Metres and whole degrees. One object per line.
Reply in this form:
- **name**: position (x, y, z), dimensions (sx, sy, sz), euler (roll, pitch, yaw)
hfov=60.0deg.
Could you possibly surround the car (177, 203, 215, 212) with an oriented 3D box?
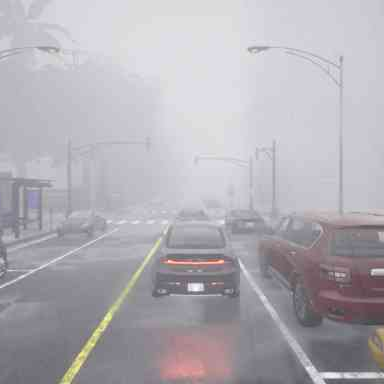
- **car**: position (0.017, 1.557, 18.561), dimensions (1.994, 1.385, 4.181), euler (0, 0, 0)

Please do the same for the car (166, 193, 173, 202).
- **car**: position (-5.704, 1.386, 71.368), dimensions (1.967, 1.590, 4.097), euler (0, 0, 0)

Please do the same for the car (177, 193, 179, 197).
- **car**: position (-5.686, 1.225, 93.049), dimensions (2.192, 1.841, 5.009), euler (0, 0, 0)

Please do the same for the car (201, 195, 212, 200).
- **car**: position (2.803, 1.536, 49.660), dimensions (1.947, 1.339, 4.313), euler (0, 0, 0)

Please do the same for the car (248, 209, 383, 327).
- **car**: position (2.765, 1.313, 6.952), dimensions (2.192, 1.841, 5.009), euler (0, 0, 0)

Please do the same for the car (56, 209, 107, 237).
- **car**: position (-5.750, 1.575, 17.828), dimensions (1.802, 1.307, 4.206), euler (0, 0, 0)

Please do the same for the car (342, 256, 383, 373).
- **car**: position (2.761, 1.525, 1.697), dimensions (1.752, 1.417, 4.829), euler (0, 0, 0)

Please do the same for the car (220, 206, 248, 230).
- **car**: position (2.775, 1.559, 17.803), dimensions (1.947, 1.339, 4.313), euler (0, 0, 0)

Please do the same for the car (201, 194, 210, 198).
- **car**: position (2.807, 1.490, 55.250), dimensions (1.752, 1.417, 4.829), euler (0, 0, 0)

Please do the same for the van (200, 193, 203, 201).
- **van**: position (2.811, 1.300, 60.500), dimensions (1.690, 1.788, 3.998), euler (0, 0, 0)

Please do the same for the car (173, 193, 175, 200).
- **car**: position (-5.700, 1.252, 76.788), dimensions (2.192, 1.841, 5.009), euler (0, 0, 0)

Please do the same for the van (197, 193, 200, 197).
- **van**: position (2.830, 1.270, 82.182), dimensions (1.690, 1.788, 3.998), euler (0, 0, 0)

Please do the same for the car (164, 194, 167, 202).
- **car**: position (-5.719, 1.405, 55.107), dimensions (1.967, 1.590, 4.097), euler (0, 0, 0)

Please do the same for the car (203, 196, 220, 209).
- **car**: position (2.798, 1.541, 44.239), dimensions (1.947, 1.339, 4.313), euler (0, 0, 0)

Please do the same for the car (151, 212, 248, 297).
- **car**: position (0.083, 1.502, 8.533), dimensions (1.837, 1.490, 4.892), euler (0, 0, 0)

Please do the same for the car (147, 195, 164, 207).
- **car**: position (-5.723, 1.521, 49.687), dimensions (2.008, 1.369, 4.403), euler (0, 0, 0)

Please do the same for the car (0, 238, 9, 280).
- **car**: position (-5.760, 1.438, 6.975), dimensions (1.967, 1.590, 4.097), euler (0, 0, 0)
